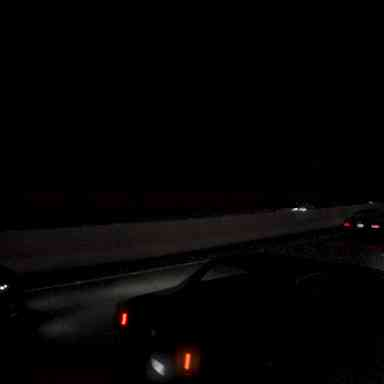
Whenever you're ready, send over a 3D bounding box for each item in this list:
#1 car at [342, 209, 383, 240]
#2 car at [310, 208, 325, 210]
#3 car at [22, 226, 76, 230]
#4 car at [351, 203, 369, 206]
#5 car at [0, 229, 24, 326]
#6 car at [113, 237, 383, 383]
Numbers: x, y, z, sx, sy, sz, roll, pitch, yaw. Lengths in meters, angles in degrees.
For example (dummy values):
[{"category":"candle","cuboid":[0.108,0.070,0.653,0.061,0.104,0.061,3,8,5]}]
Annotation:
[{"category":"car","cuboid":[9.375,1.563,16.871,2.033,1.411,5.357,0,0,44]},{"category":"car","cuboid":[15.710,1.613,40.997,1.994,1.385,4.181,0,0,39]},{"category":"car","cuboid":[-6.931,1.583,12.062,5.357,1.411,2.033,0,0,-37]},{"category":"car","cuboid":[21.036,1.643,42.060,1.895,1.301,4.718,0,0,39]},{"category":"car","cuboid":[-5.073,1.510,4.596,4.902,1.511,2.128,0,0,-35]},{"category":"car","cuboid":[1.380,1.609,5.000,4.718,1.301,1.895,0,0,-38]}]
